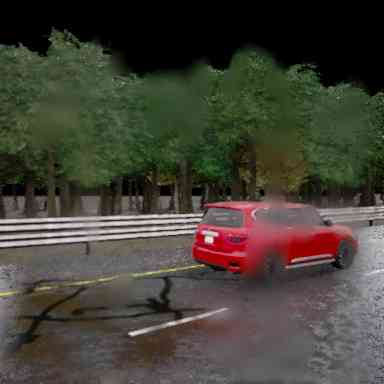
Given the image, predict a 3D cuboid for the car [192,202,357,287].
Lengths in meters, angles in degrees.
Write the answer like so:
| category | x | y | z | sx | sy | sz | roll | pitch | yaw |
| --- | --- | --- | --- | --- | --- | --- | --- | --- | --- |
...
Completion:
| category | x | y | z | sx | sy | sz | roll | pitch | yaw |
| --- | --- | --- | --- | --- | --- | --- | --- | --- | --- |
| car | 2.613 | 1.325 | 9.895 | 5.566 | 2.045 | 2.150 | 1 | -1 | -35 |
